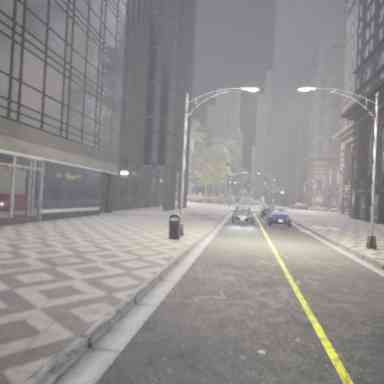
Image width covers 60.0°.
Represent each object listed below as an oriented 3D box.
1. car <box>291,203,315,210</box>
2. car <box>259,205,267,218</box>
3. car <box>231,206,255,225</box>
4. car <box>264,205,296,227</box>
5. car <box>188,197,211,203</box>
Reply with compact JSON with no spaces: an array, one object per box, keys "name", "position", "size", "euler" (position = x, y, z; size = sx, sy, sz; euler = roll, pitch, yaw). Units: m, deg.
[{"name":"car","position":[28.417,3.919,85.275],"size":[4.097,1.590,1.967],"euler":[4,-2,9]},{"name":"car","position":[9.351,2.386,40.651],"size":[1.837,1.490,4.892],"euler":[3,0,10]},{"name":"car","position":[4.560,2.022,29.832],"size":[2.128,1.511,4.902],"euler":[3,-1,9]},{"name":"car","position":[7.556,2.197,29.098],"size":[1.812,1.442,4.674],"euler":[3,0,9]},{"name":"car","position":[1.973,2.381,89.596],"size":[4.403,1.369,2.008],"euler":[4,-2,9]}]
